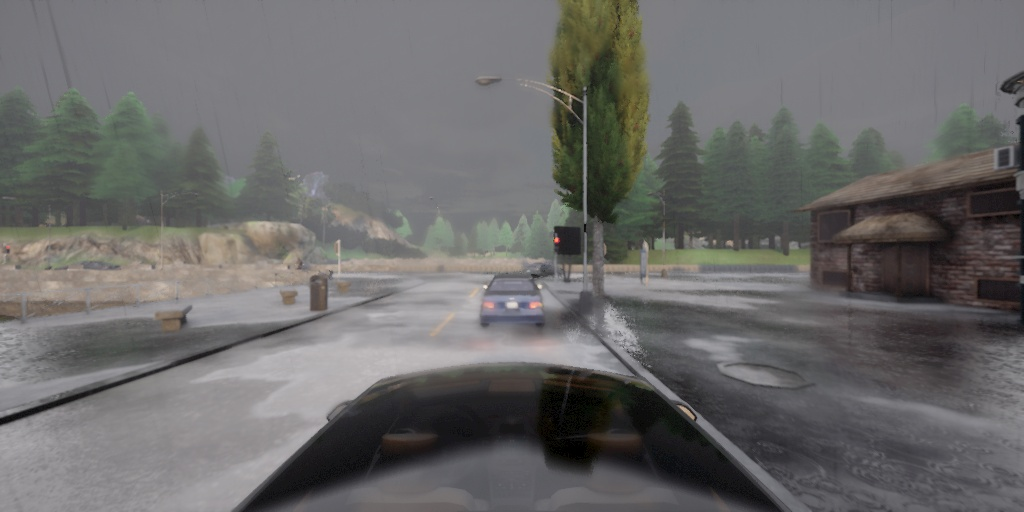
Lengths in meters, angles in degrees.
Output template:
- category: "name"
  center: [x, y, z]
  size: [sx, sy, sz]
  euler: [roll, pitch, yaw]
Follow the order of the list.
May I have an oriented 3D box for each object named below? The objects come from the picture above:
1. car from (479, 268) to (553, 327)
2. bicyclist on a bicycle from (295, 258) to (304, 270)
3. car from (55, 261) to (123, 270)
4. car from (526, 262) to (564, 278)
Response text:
- category: "car"
  center: [0.027, 1.275, 11.441]
  size: [2.033, 1.411, 5.357]
  euler: [0, 0, 0]
- category: "bicyclist on a bicycle"
  center: [-24.510, 1.010, 41.376]
  size: [0.582, 1.620, 1.656]
  euler: [0, 0, 0]
- category: "car"
  center: [-43.712, 1.218, 37.088]
  size: [5.357, 1.411, 2.033]
  euler: [0, 0, 0]
- category: "car"
  center: [2.829, 1.246, 31.630]
  size: [1.994, 1.385, 4.181]
  euler: [0, 0, 44]
